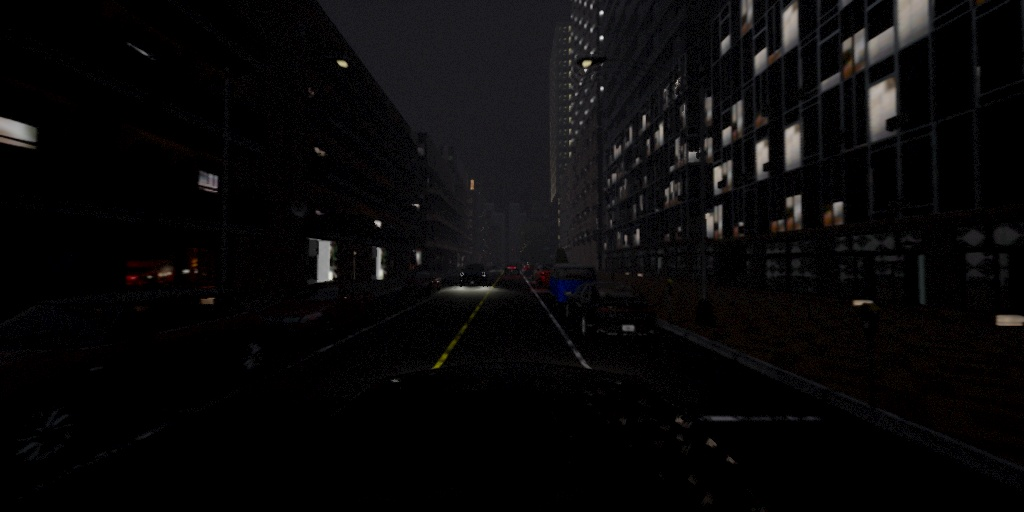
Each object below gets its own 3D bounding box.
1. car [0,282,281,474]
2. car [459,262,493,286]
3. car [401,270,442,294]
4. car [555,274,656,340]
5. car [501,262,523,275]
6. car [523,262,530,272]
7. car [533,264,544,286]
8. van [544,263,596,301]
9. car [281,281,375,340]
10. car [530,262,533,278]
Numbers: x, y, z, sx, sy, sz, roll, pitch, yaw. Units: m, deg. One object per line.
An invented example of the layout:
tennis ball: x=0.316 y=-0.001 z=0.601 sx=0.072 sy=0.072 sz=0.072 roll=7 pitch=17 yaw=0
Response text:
car: x=-5.316 y=1.216 z=4.616 sx=1.967 sy=1.591 sz=4.097 roll=0 pitch=0 yaw=0
car: x=-2.856 y=1.339 z=28.000 sx=2.097 sy=1.767 sz=4.553 roll=0 pitch=-1 yaw=0
car: x=-5.321 y=1.511 z=21.555 sx=1.802 sy=1.307 sz=4.207 roll=0 pitch=0 yaw=0
car: x=2.563 y=1.376 z=10.095 sx=2.007 sy=1.370 sz=4.403 roll=0 pitch=0 yaw=0
car: x=0.002 y=1.651 z=45.969 sx=2.128 sy=1.511 sz=4.902 roll=0 pitch=-1 yaw=0
car: x=2.551 y=1.679 z=55.312 sx=1.967 sy=1.591 sz=4.097 roll=0 pitch=0 yaw=0
car: x=2.980 y=1.337 z=27.656 sx=2.097 sy=1.767 sz=4.553 roll=0 pitch=-1 yaw=0
van: x=2.562 y=1.217 z=15.747 sx=1.690 sy=1.789 sz=3.998 roll=0 pitch=0 yaw=0
car: x=-5.318 y=1.409 z=10.262 sx=1.802 sy=1.307 sz=4.207 roll=0 pitch=0 yaw=0
car: x=3.014 y=1.575 z=34.684 sx=1.812 sy=1.442 sz=4.674 roll=0 pitch=-1 yaw=0
